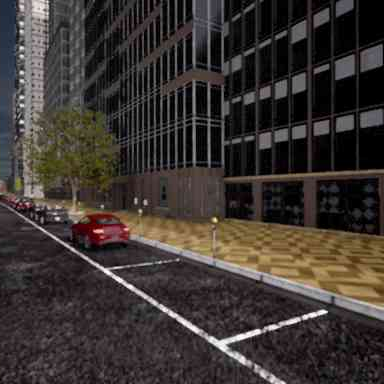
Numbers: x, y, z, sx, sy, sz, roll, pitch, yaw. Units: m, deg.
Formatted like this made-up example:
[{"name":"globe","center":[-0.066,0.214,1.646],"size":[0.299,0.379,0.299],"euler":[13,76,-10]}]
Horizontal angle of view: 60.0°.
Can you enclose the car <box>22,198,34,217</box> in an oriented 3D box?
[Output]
[{"name":"car","center":[-13.000,1.484,28.505],"size":[2.008,1.369,4.403],"euler":[0,0,-32]}]

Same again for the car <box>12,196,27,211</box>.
[{"name":"car","center":[-19.043,1.341,38.154],"size":[1.967,1.590,4.097],"euler":[0,0,-32]}]

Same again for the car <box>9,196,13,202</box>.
[{"name":"car","center":[-22.064,1.324,42.977],"size":[1.967,1.590,4.097],"euler":[0,0,-32]}]

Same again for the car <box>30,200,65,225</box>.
[{"name":"car","center":[-9.978,1.498,23.681],"size":[2.008,1.369,4.403],"euler":[0,0,-32]}]

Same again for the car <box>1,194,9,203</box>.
[{"name":"car","center":[-34.150,1.354,62.276],"size":[1.887,1.381,4.507],"euler":[0,0,-32]}]

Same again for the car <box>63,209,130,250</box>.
[{"name":"car","center":[-3.936,1.550,14.032],"size":[1.802,1.307,4.206],"euler":[0,0,-32]}]
